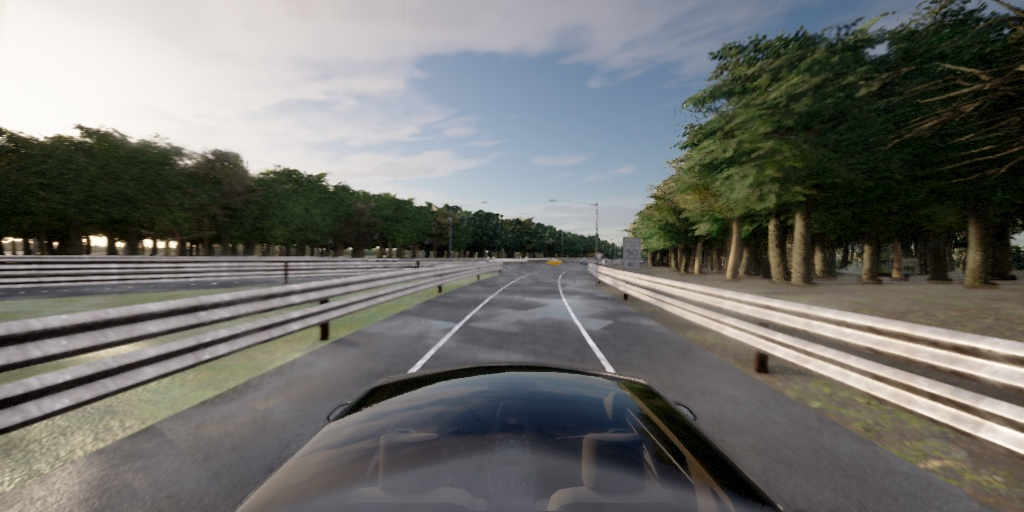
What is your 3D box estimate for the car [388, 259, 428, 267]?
[{"bbox_3d":[-10.584,1.032,36.914,1.812,1.442,4.674,1,0,30],"label":"car"}]
